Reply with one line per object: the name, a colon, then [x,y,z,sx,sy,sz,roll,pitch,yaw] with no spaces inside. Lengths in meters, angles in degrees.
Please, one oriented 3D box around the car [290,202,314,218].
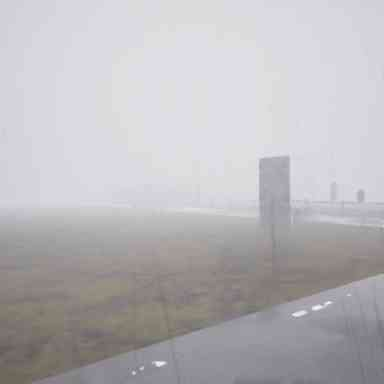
car: [8.173,1.543,29.112,1.895,1.301,4.718,-1,1,-36]
